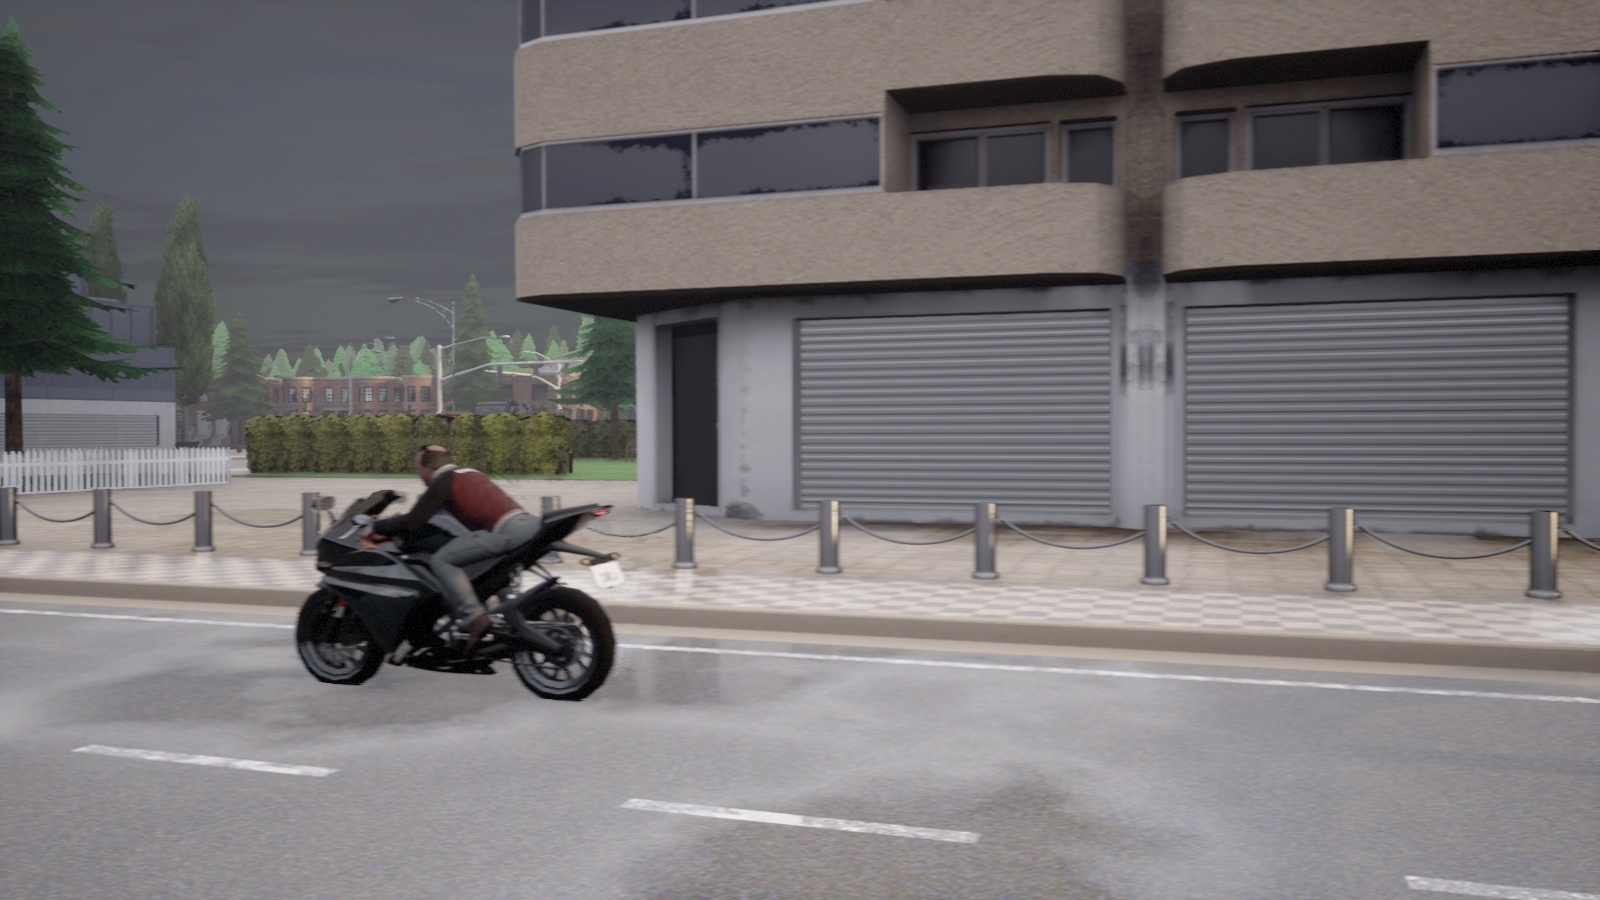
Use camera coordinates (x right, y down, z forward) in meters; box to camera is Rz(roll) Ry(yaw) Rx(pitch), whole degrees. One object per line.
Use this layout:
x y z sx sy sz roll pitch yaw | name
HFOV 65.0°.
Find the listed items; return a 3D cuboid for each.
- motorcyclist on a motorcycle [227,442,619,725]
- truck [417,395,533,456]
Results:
-2.289 0.730 7.656 2.191 1.530 0.866 1 1 19 | motorcyclist on a motorcycle
-19.412 -1.440 75.625 2.891 3.462 7.936 1 1 19 | truck
